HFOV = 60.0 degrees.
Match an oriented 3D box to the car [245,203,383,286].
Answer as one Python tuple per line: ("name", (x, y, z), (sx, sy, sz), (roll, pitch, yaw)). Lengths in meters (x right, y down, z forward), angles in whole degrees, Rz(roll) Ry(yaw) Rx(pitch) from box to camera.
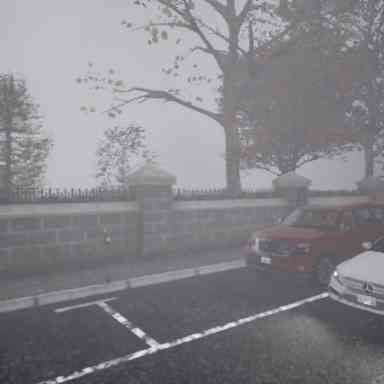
("car", (3.776, 1.259, 9.242), (5.009, 1.841, 2.192), (0, 0, -35))

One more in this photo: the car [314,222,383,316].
("car", (4.723, 1.474, 6.735), (4.674, 1.442, 1.812), (0, 0, -35))
